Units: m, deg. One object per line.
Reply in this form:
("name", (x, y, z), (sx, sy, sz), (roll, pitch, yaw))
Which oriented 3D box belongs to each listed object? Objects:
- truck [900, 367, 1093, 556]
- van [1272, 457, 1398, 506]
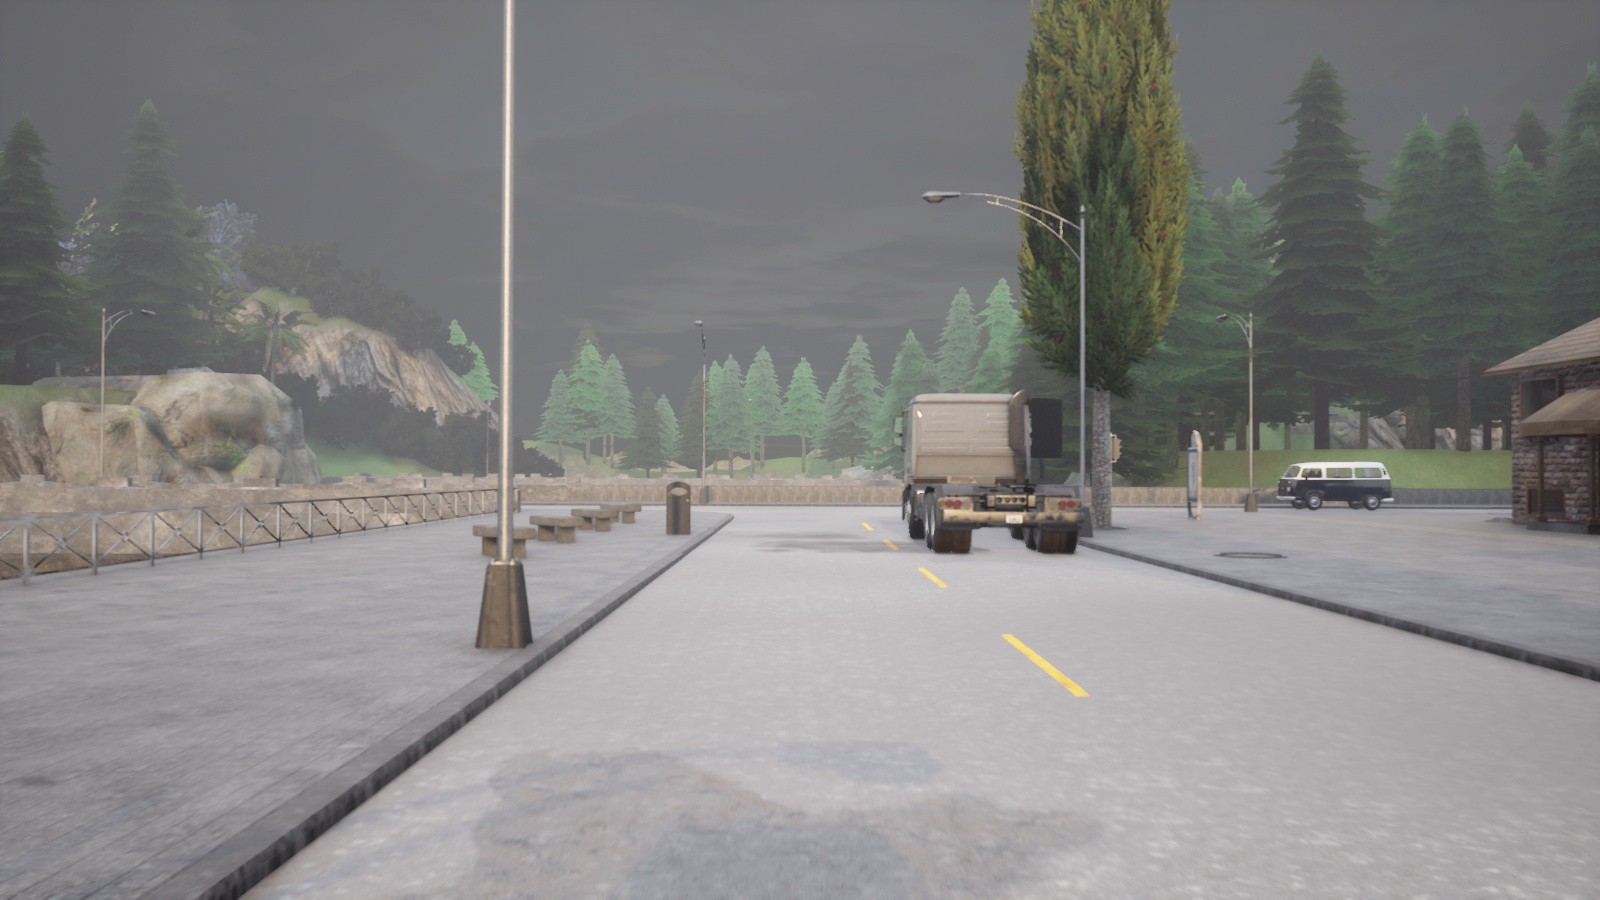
("truck", (3.925, 0.270, 27.071), (2.891, 3.462, 7.936), (0, -1, 0))
("van", (22.714, 1.342, 53.447), (4.480, 2.038, 2.069), (0, -1, 0))
